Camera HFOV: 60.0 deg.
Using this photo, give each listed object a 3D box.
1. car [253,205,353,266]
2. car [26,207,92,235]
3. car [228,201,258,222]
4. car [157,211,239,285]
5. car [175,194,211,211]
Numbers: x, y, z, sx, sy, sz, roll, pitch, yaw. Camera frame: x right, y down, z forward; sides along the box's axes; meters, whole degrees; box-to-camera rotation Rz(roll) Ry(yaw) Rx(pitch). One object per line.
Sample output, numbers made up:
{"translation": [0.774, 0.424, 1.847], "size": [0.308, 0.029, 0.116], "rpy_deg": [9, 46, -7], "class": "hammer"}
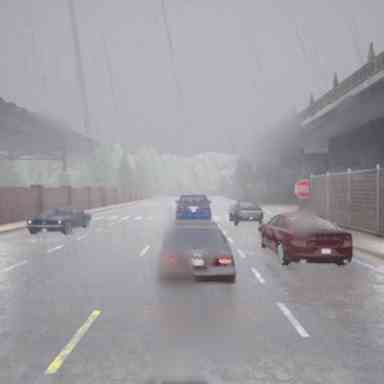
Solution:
{"translation": [3.592, 1.418, 11.377], "size": [1.882, 1.535, 5.008], "rpy_deg": [0, 0, 0], "class": "car"}
{"translation": [-7.068, 1.506, 18.138], "size": [1.895, 1.301, 4.718], "rpy_deg": [0, 0, 0], "class": "car"}
{"translation": [3.587, 1.374, 22.537], "size": [2.128, 1.511, 4.902], "rpy_deg": [0, 0, 0], "class": "car"}
{"translation": [0.080, 1.497, 9.441], "size": [2.033, 1.411, 5.357], "rpy_deg": [0, 0, -1], "class": "car"}
{"translation": [0.087, 1.109, 21.628], "size": [2.150, 2.045, 5.566], "rpy_deg": [0, 0, 0], "class": "car"}
